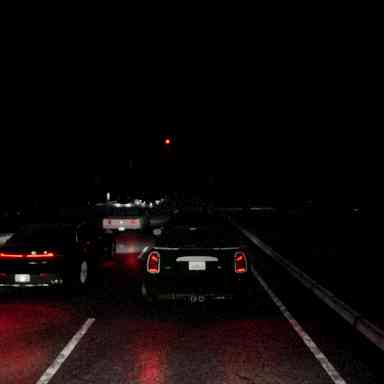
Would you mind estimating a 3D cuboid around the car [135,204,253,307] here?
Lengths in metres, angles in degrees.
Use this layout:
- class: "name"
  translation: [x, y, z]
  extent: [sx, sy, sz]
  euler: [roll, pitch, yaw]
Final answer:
- class: "car"
  translation: [0.087, 1.322, 8.068]
  extent: [2.097, 1.767, 4.553]
  euler: [0, 0, 0]

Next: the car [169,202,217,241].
- class: "car"
  translation: [0.060, 1.387, 17.264]
  extent: [2.128, 1.511, 4.902]
  euler: [0, 1, 1]

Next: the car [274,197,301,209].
- class: "car"
  translation: [12.124, 1.305, 39.143]
  extent: [4.718, 1.301, 1.895]
  euler: [0, 1, -3]

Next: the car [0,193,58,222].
- class: "car"
  translation: [-10.138, 1.090, 20.220]
  extent: [2.150, 2.045, 5.566]
  euler: [0, 1, 2]

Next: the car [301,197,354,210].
- class: "car"
  translation: [14.781, 1.226, 35.592]
  extent: [4.902, 1.511, 2.128]
  euler: [0, 1, -3]

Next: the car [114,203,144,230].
- class: "car"
  translation: [-3.437, 1.486, 18.441]
  extent: [1.895, 1.301, 4.718]
  euler: [0, 1, 0]

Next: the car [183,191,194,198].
- class: "car"
  translation: [-0.686, 0.704, 86.072]
  extent: [1.812, 1.442, 4.674]
  euler: [0, 1, -4]

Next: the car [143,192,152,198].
- class: "car"
  translation: [-11.073, 0.746, 83.734]
  extent: [1.812, 1.442, 4.674]
  euler: [0, 1, -2]

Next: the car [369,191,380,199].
- class: "car"
  translation: [21.874, 0.920, 39.711]
  extent: [5.566, 2.045, 2.150]
  euler: [0, 1, -3]

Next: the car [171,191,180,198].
- class: "car"
  translation: [-4.146, 0.678, 85.372]
  extent: [1.882, 1.535, 5.008]
  euler: [0, 1, -4]

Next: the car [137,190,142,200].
- class: "car"
  translation: [-10.685, 0.707, 63.287]
  extent: [2.150, 2.045, 5.566]
  euler: [0, 1, 0]

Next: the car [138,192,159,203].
- class: "car"
  translation: [-7.204, 1.103, 55.995]
  extent: [2.033, 1.411, 5.357]
  euler: [0, 1, 0]

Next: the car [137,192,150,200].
- class: "car"
  translation: [-10.737, 0.892, 73.512]
  extent: [2.128, 1.511, 4.902]
  euler: [0, 1, -1]

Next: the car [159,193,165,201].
- class: "car"
  translation: [-7.176, 1.003, 66.063]
  extent: [2.033, 1.411, 5.357]
  euler: [0, 1, 1]

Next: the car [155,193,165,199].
- class: "car"
  translation: [-7.307, 0.867, 76.490]
  extent: [2.033, 1.411, 5.357]
  euler: [0, 1, -1]

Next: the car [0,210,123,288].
- class: "car"
  translation: [-3.415, 1.468, 9.120]
  extent: [1.837, 1.490, 4.892]
  euler: [0, 0, 0]

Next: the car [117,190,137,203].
- class: "car"
  translation: [-10.699, 0.927, 53.847]
  extent: [2.097, 1.767, 4.553]
  euler: [0, 1, 0]
